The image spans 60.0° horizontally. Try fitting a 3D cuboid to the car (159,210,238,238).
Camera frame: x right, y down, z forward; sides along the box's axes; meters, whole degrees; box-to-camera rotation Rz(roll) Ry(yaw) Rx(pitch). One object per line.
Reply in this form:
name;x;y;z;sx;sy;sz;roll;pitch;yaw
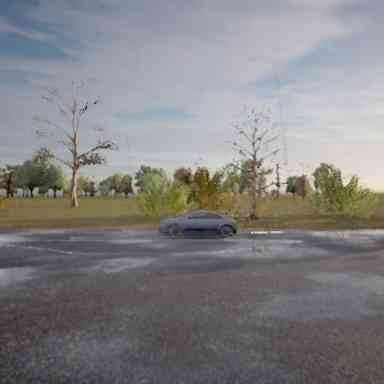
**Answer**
car;0.353;1.695;17.939;4.181;1.385;1.994;0;0;-1
